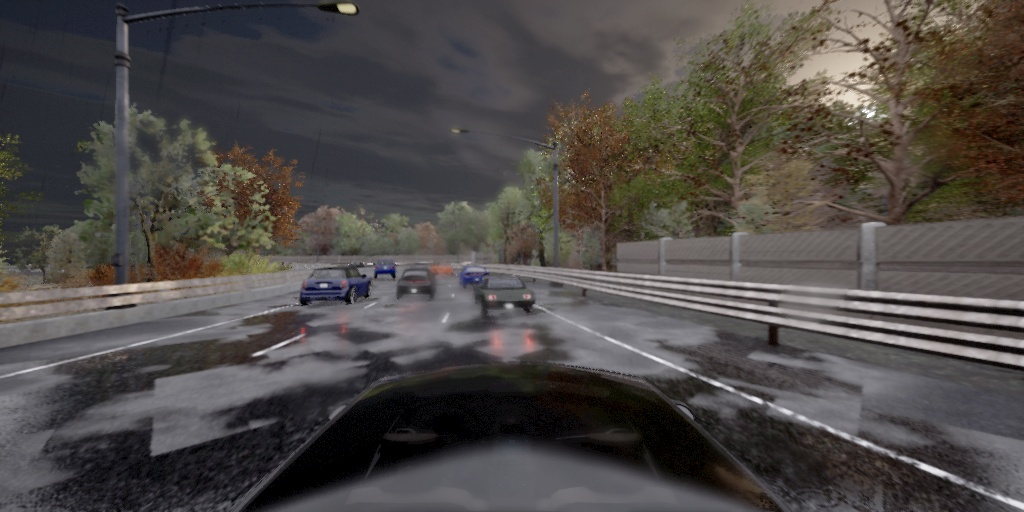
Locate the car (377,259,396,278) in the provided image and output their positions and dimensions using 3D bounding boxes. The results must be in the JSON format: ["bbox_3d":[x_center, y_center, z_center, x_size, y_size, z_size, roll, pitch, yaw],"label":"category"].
[{"bbox_3d":[-14.325,1.388,40.379,2.150,2.045,5.566,0,-1,-21],"label":"car"}]

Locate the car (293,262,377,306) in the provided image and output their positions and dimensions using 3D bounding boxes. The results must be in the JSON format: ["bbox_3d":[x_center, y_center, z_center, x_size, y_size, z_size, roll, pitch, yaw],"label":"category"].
[{"bbox_3d":[-8.223,1.285,17.181,2.097,1.767,4.553,0,0,-8],"label":"car"}]

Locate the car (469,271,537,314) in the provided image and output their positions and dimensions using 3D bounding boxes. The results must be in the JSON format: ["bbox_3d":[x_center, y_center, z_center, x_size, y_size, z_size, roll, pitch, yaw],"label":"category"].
[{"bbox_3d":[-0.480,1.459,14.433,1.895,1.301,4.718,0,0,-11],"label":"car"}]

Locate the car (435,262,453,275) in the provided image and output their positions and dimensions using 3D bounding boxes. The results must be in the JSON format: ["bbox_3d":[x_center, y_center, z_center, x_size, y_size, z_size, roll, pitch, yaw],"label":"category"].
[{"bbox_3d":[-8.857,1.521,45.166,2.097,1.767,4.553,0,-1,-22],"label":"car"}]

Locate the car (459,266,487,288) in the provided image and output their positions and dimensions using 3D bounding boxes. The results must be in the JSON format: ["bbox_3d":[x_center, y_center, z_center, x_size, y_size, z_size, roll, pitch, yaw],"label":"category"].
[{"bbox_3d":[-2.769,1.449,26.155,1.882,1.535,5.008,0,-1,-12],"label":"car"}]

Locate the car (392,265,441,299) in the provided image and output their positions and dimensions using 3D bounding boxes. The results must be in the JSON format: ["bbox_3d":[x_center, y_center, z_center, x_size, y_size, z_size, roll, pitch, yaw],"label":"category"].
[{"bbox_3d":[-5.052,1.436,19.550,1.837,1.490,4.892,0,-1,-9],"label":"car"}]
